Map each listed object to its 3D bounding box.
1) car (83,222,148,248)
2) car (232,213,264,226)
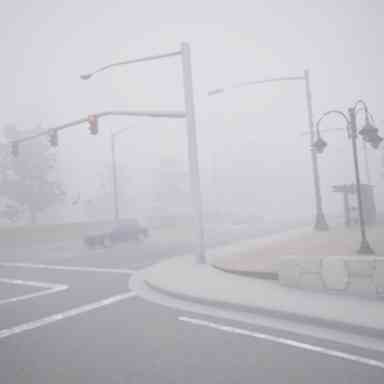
[{"bbox_3d":[-5.320,2.986,23.643,1.882,1.535,5.008,-7,-4,36],"label":"car"},{"bbox_3d":[6.802,3.214,40.067,2.033,1.411,5.357,-7,-4,36],"label":"car"}]
